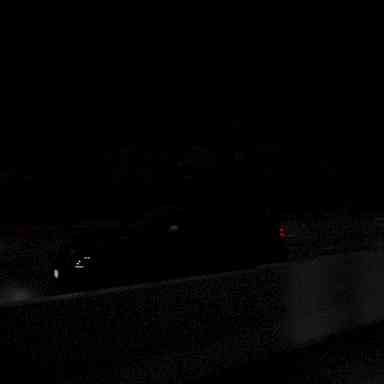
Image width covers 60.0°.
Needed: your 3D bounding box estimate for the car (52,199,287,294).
[{"bbox_3d":[-0.244,1.203,7.827,5.566,2.045,2.150,0,0,-32],"label":"car"}]
